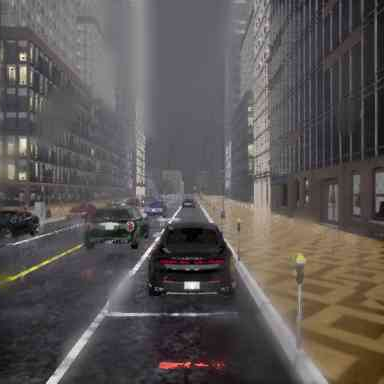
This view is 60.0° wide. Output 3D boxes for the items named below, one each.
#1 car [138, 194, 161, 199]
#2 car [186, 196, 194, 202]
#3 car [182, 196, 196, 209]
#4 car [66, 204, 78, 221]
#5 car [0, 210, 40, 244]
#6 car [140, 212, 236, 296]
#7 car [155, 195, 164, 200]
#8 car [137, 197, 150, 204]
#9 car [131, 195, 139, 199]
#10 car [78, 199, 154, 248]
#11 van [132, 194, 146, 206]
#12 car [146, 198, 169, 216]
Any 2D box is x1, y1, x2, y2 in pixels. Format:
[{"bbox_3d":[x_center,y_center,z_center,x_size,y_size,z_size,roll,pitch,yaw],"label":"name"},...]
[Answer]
[{"bbox_3d":[-6.146,1.383,48.842,2.097,1.767,4.553,0,0,0],"label":"car"},{"bbox_3d":[-0.452,1.532,78.399,1.802,1.307,4.206,0,0,0],"label":"car"},{"bbox_3d":[-0.452,1.548,44.248,1.947,1.339,4.313,0,0,0],"label":"car"},{"bbox_3d":[-8.832,1.574,27.183,1.802,1.307,4.206,0,0,0],"label":"car"},{"bbox_3d":[-8.833,1.563,15.800,1.947,1.339,4.313,0,0,0],"label":"car"},{"bbox_3d":[0.000,1.503,8.649,1.837,1.490,4.892,0,0,0],"label":"car"},{"bbox_3d":[-8.832,1.503,89.799,1.947,1.339,4.313,0,0,0],"label":"car"},{"bbox_3d":[-8.832,1.550,61.338,1.802,1.307,4.206,0,0,0],"label":"car"},{"bbox_3d":[-8.832,1.522,49.953,1.887,1.381,4.507,0,0,0],"label":"car"},{"bbox_3d":[-3.145,1.364,14.782,2.097,1.767,4.553,0,0,0],"label":"car"},{"bbox_3d":[-8.831,1.314,55.646,1.690,1.788,3.998,0,0,0],"label":"van"},{"bbox_3d":[-3.145,1.555,29.812,2.033,1.411,5.357,0,0,0],"label":"car"}]
